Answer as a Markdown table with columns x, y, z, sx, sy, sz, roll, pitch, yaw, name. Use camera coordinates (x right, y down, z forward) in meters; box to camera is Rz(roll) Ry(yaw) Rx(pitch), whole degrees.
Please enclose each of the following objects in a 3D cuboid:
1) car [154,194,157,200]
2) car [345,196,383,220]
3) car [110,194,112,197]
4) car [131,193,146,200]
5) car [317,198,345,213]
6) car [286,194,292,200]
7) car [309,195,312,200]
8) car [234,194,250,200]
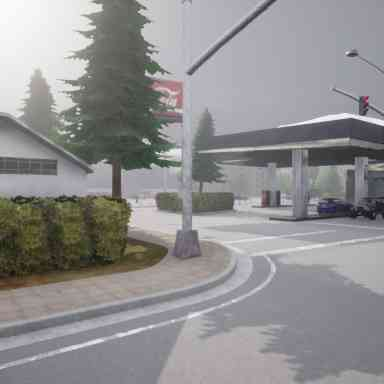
| x | y | z | sx | sy | sz | roll | pitch | yaw | name |
| --- | --- | --- | --- | --- | --- | --- | --- | --- | --- |
| -6.293 | 1.097 | 71.430 | 1.932 | 1.855 | 4.605 | 0 | 0 | -36 | car |
| 15.127 | 1.313 | 28.220 | 3.866 | 1.878 | 1.905 | 0 | 0 | -36 | car |
| -17.801 | 1.298 | 75.424 | 2.007 | 1.523 | 4.514 | 0 | 0 | -36 | car |
| -14.005 | 1.154 | 87.322 | 2.152 | 1.636 | 5.027 | 0 | 0 | -36 | car |
| 15.293 | 1.480 | 35.350 | 4.611 | 1.667 | 2.242 | 0 | 0 | -36 | car |
| 26.378 | 1.330 | 84.840 | 2.152 | 1.636 | 5.027 | 0 | 0 | -36 | car |
| 28.881 | 1.339 | 86.732 | 2.007 | 1.523 | 4.514 | 0 | 0 | -36 | car |
| 12.285 | 1.320 | 84.055 | 1.845 | 1.501 | 3.633 | 0 | 0 | -36 | car |
